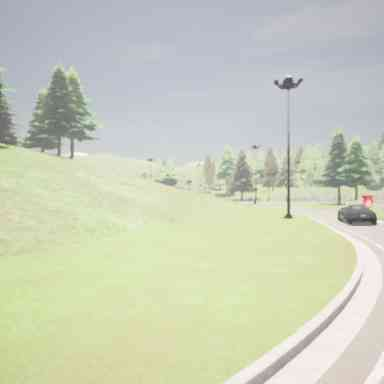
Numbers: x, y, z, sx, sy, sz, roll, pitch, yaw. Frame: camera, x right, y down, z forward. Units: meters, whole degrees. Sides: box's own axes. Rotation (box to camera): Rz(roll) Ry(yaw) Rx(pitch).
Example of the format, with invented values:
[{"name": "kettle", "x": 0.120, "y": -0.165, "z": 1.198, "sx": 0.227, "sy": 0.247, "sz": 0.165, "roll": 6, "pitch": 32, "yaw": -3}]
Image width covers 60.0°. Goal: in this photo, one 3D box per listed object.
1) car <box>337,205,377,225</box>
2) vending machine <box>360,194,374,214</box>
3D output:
[{"name": "car", "x": 12.398, "y": 1.641, "z": 25.193, "sx": 1.994, "sy": 1.385, "sz": 4.181, "roll": 0, "pitch": 0, "yaw": 12}, {"name": "vending machine", "x": 18.539, "y": 1.299, "z": 35.244, "sx": 1.100, "sy": 2.100, "sz": 0.880, "roll": 0, "pitch": 0, "yaw": 11}]
